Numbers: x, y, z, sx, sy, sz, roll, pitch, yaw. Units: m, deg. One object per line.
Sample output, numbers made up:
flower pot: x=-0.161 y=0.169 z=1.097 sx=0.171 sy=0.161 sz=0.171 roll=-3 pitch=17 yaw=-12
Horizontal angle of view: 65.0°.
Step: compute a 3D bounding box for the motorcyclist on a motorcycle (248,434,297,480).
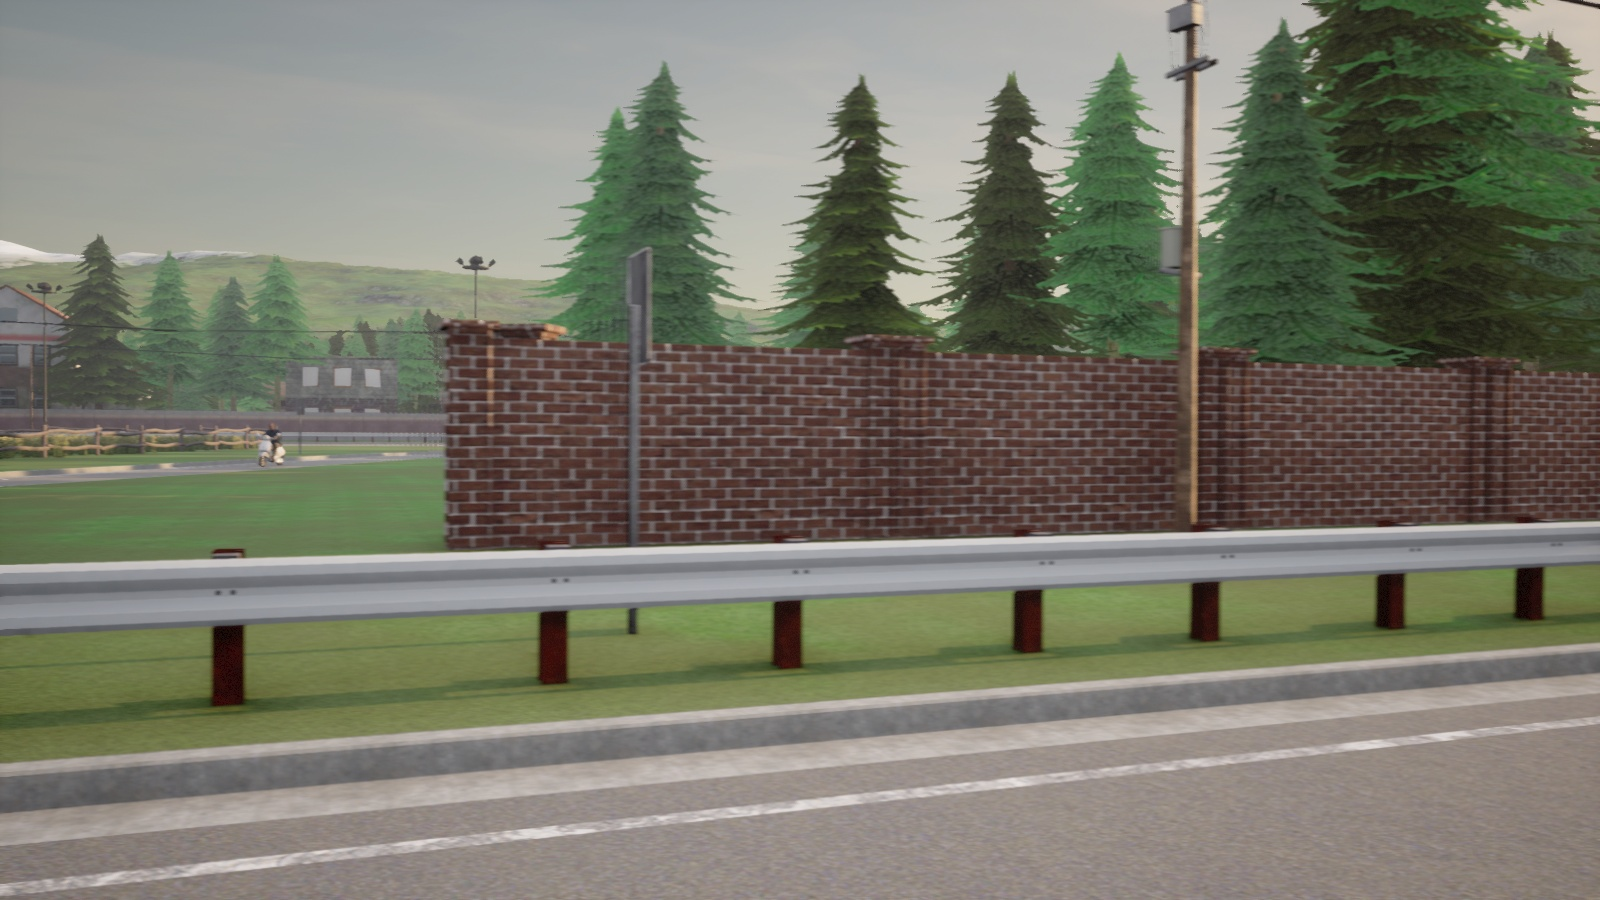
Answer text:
motorcyclist on a motorcycle: x=-18.871 y=0.227 z=44.969 sx=0.866 sy=1.590 sz=1.817 roll=-1 pitch=1 yaw=2
